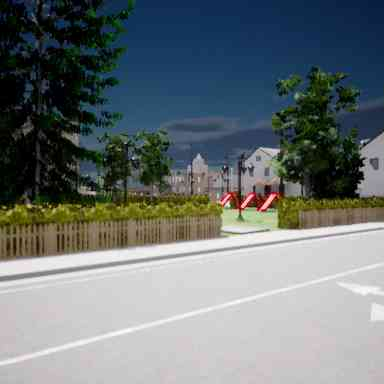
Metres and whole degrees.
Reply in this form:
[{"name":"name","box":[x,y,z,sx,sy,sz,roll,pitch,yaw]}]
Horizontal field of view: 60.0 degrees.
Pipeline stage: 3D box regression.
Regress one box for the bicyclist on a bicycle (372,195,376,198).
[{"name":"bicyclist on a bicycle","box":[27.536,1.276,50.246,1.656,1.620,0.582,0,0,-35]}]
